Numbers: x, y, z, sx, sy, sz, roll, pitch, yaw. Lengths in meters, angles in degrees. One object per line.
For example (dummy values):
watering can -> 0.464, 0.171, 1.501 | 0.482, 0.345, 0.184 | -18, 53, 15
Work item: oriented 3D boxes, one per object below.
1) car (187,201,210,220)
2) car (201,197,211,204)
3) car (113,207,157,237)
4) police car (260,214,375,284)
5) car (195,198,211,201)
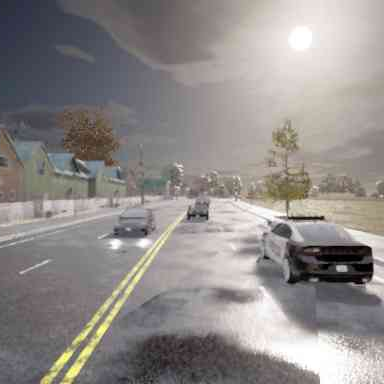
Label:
car -> 0.571, 1.759, 30.240 | 1.895, 1.301, 4.718 | 0, 0, 2
car -> 3.240, 1.981, 76.088 | 2.033, 1.411, 5.357 | 0, 0, 5
car -> -3.118, 1.622, 18.972 | 1.812, 1.442, 4.674 | 0, 0, 1
police car -> 3.306, 1.479, 9.857 | 1.930, 1.638, 5.238 | 0, 0, 1
car -> 1.515, 1.624, 49.903 | 2.097, 1.767, 4.553 | 0, 0, 3
